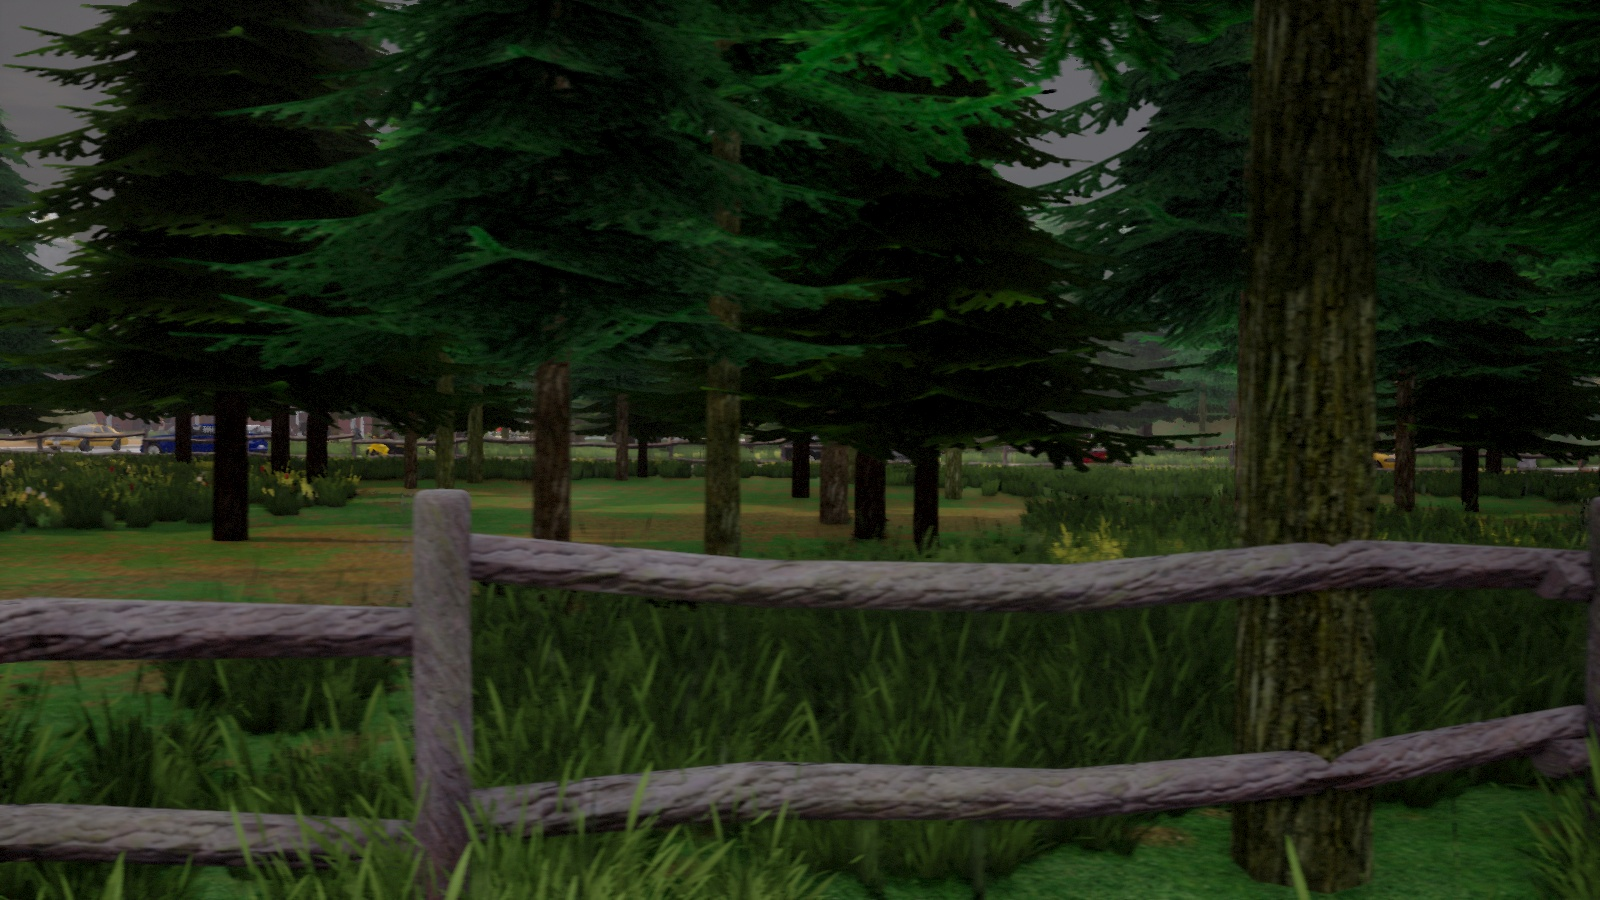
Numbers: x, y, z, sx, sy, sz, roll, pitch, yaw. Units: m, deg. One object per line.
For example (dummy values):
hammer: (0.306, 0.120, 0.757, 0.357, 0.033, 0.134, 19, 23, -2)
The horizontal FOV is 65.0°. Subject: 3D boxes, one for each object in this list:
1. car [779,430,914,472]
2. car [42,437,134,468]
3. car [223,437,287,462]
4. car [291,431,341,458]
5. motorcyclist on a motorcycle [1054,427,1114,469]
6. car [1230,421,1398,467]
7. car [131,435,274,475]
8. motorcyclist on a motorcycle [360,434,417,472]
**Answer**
car: (1.728, 0.024, 46.614, 4.892, 1.490, 1.837, -1, 1, 3)
car: (-38.631, 0.088, 68.269, 1.801, 1.575, 5.366, -1, 1, 2)
car: (-34.749, -0.077, 80.213, 1.837, 1.490, 4.892, -1, 1, 2)
car: (-34.455, -0.436, 89.519, 1.905, 1.878, 3.866, -1, 1, 2)
motorcyclist on a motorcycle: (10.414, -0.088, 46.154, 2.044, 1.523, 0.797, -1, 1, 3)
car: (18.655, -0.215, 45.724, 5.366, 1.575, 1.801, -1, 1, 3)
car: (-24.562, 0.197, 51.729, 5.008, 1.535, 1.882, -1, 1, 5)
motorcyclist on a motorcycle: (-16.736, 0.125, 51.113, 2.044, 1.523, 0.797, -1, 1, 4)
